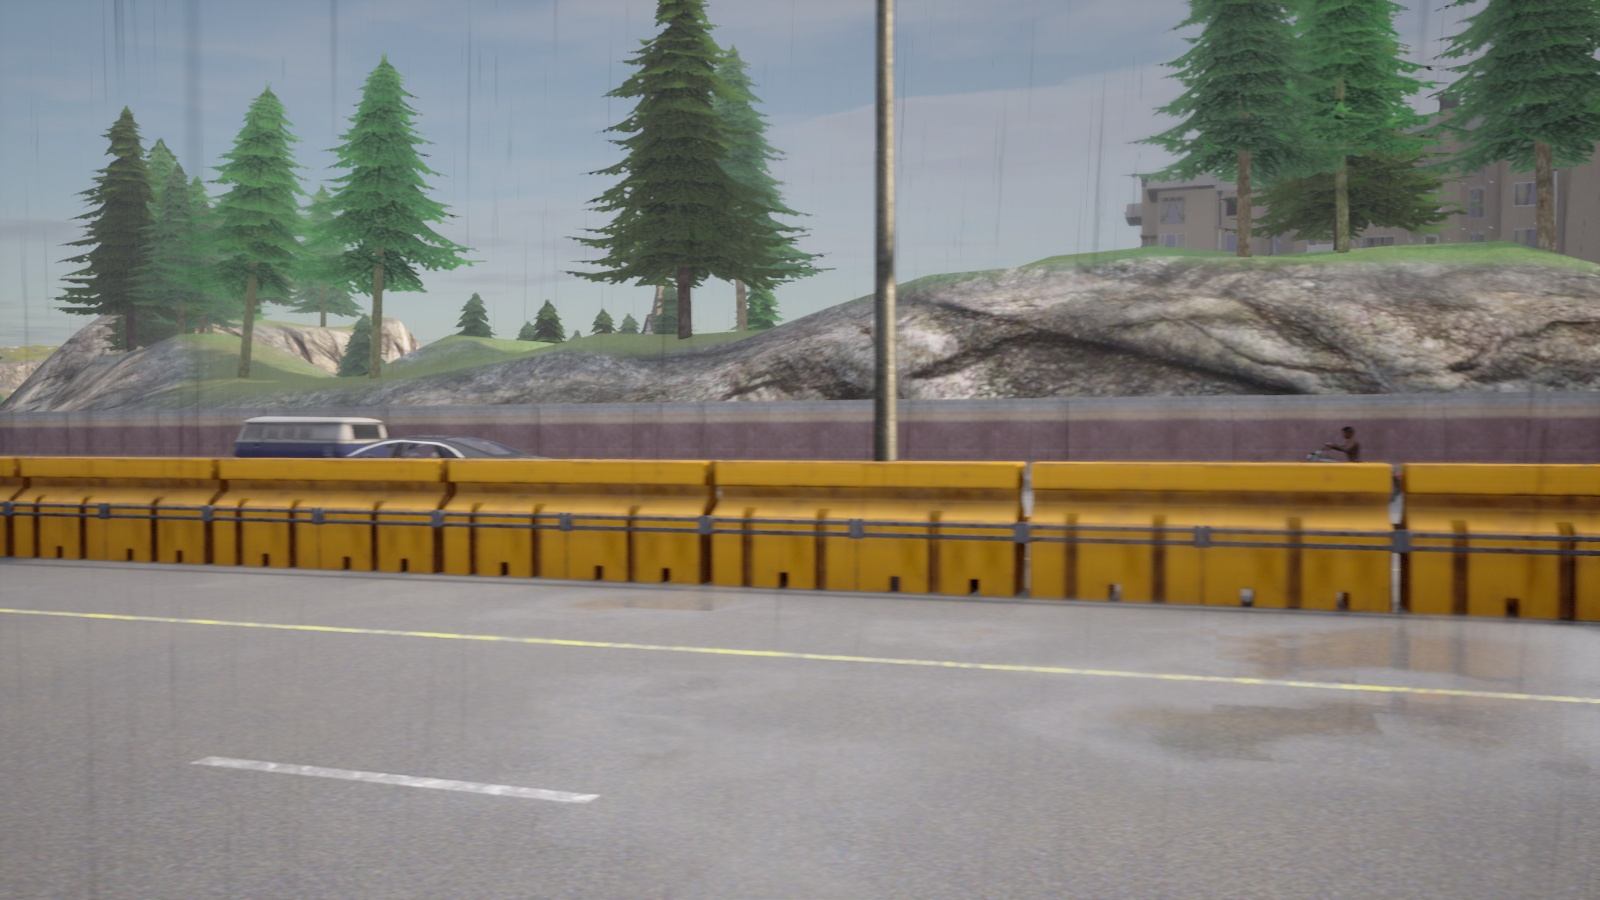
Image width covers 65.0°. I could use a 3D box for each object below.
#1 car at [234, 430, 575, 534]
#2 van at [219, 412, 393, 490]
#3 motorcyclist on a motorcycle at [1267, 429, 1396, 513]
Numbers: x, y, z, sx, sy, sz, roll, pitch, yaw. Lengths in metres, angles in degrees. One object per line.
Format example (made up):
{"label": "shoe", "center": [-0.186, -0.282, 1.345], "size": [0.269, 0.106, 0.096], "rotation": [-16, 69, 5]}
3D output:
{"label": "car", "center": [-6.299, 0.438, 20.100], "size": [4.902, 1.511, 2.128], "rotation": [1, 1, 19]}
{"label": "van", "center": [-13.429, -0.013, 34.120], "size": [4.442, 1.987, 1.775], "rotation": [1, 1, 23]}
{"label": "motorcyclist on a motorcycle", "center": [10.731, 0.410, 25.430], "size": [2.350, 1.649, 0.766], "rotation": [0, 1, 19]}
